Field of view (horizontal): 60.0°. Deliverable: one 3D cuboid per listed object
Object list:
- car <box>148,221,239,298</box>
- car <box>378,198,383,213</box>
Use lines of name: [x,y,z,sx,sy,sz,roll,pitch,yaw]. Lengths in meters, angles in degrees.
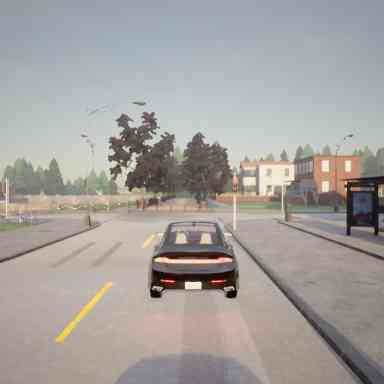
car: [0.049,1.492,8.484,2.128,1.511,4.902,0,0,1]
car: [18.442,1.352,33.377,4.553,1.767,2.097,0,0,0]
